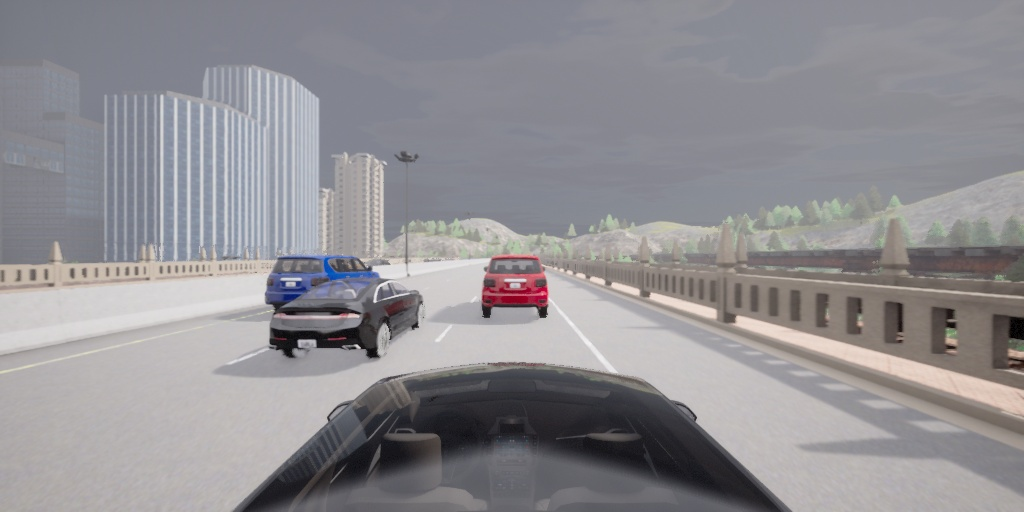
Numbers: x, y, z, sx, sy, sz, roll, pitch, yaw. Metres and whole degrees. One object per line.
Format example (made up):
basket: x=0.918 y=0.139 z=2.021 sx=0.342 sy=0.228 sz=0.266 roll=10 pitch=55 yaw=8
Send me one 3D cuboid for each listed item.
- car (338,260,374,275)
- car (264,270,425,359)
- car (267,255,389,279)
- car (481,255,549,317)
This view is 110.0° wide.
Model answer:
car: x=-17.599 y=1.241 z=40.647 sx=1.882 sy=1.535 sz=5.008 roll=0 pitch=0 yaw=0
car: x=-3.402 y=1.244 z=8.379 sx=2.128 sy=1.511 sz=4.902 roll=0 pitch=0 yaw=0
car: x=-6.903 y=0.976 z=13.869 sx=2.150 sy=2.045 sz=5.566 roll=0 pitch=0 yaw=0
car: x=0.097 y=0.976 z=13.377 sx=2.150 sy=2.045 sz=5.566 roll=0 pitch=0 yaw=0
